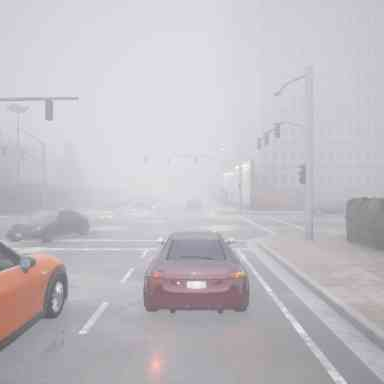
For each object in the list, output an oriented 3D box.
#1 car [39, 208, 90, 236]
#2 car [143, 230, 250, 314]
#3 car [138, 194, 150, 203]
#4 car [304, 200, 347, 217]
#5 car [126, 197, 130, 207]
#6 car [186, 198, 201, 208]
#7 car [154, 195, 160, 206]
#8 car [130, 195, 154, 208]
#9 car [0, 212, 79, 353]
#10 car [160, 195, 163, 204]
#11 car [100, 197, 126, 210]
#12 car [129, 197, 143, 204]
[{"bbox_3d":[-6.716,1.547,16.126,1.812,1.442,4.674,-1,-1,13],"label":"car"},{"bbox_3d":[0.090,1.564,7.720,1.994,1.385,4.181,0,0,0],"label":"car"},{"bbox_3d":[-10.388,1.355,72.332,2.097,1.767,4.553,0,0,0],"label":"car"},{"bbox_3d":[13.142,1.546,31.467,4.902,1.511,2.128,0,0,0],"label":"car"},{"bbox_3d":[-10.508,1.477,52.701,1.882,1.535,5.008,0,0,0],"label":"car"},{"bbox_3d":[0.229,1.564,47.146,1.994,1.385,4.181,0,0,-1],"label":"car"},{"bbox_3d":[-6.995,1.505,56.093,1.837,1.490,4.892,0,0,0],"label":"car"},{"bbox_3d":[-7.012,1.352,47.151,2.097,1.767,4.553,0,0,0],"label":"car"},{"bbox_3d":[-3.432,1.352,4.547,2.097,1.767,4.553,0,0,1],"label":"car"},{"bbox_3d":[-6.922,1.352,66.171,2.097,1.767,4.553,0,0,1],"label":"car"},{"bbox_3d":[-10.535,1.491,43.553,2.128,1.511,4.902,0,0,1],"label":"car"},{"bbox_3d":[-10.458,1.601,62.294,1.895,1.301,4.718,0,0,0],"label":"car"}]
